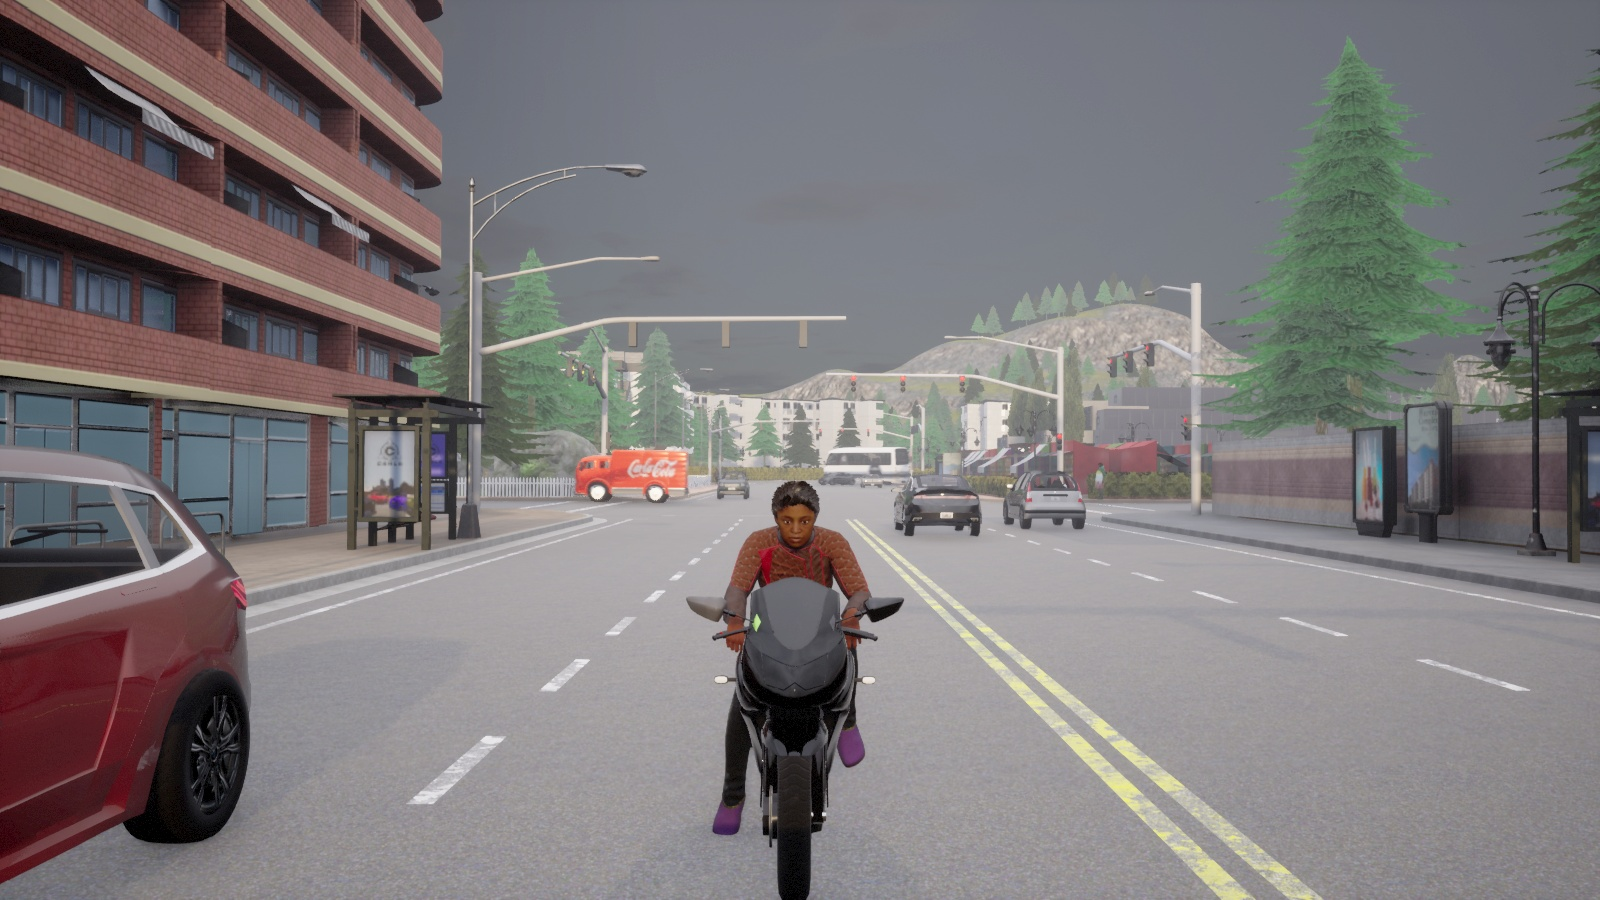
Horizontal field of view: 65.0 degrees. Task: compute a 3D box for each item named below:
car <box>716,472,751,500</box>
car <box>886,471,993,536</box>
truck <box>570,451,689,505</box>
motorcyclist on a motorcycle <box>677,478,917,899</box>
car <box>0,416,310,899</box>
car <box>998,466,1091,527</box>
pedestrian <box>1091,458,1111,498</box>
[{"bbox_3d":[-3.670,1.978,69.887,1.789,1.549,3.705,0,-1,0],"label":"car"},{"bbox_3d":[3.423,1.288,31.691,2.128,1.511,4.902,0,-1,0],"label":"car"},{"bbox_3d":[-7.908,1.303,58.583,5.204,2.467,2.627,0,-1,-1],"label":"truck"},{"bbox_3d":[-0.013,0.884,5.210,0.797,1.523,2.044,0,-1,0],"label":"motorcyclist on a motorcycle"},{"bbox_3d":[-3.511,0.737,3.845,2.242,1.667,4.611,0,-1,0],"label":"car"},{"bbox_3d":[6.913,1.286,35.846,1.851,1.617,3.988,0,-1,0],"label":"car"},{"bbox_3d":[14.978,1.400,62.524,0.873,1.952,0.659,0,-1,2],"label":"pedestrian"}]
